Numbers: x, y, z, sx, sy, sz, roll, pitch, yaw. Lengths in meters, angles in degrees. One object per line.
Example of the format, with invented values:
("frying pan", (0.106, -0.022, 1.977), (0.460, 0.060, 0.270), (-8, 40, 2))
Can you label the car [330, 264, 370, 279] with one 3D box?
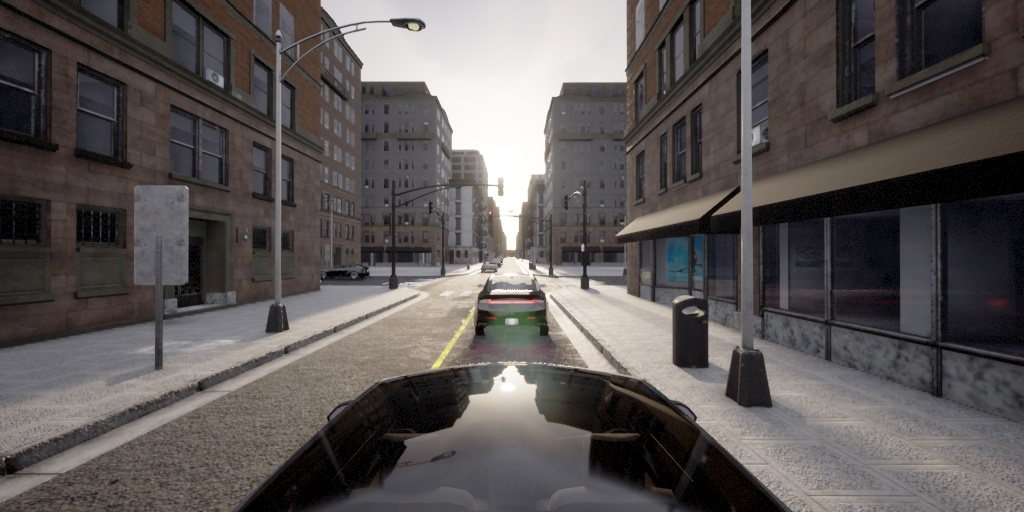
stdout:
("car", (-14.768, 1.328, 31.558), (4.313, 1.339, 1.948), (0, 0, 0))

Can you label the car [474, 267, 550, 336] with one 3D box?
("car", (-0.001, 1.241, 10.388), (2.128, 1.511, 4.902), (0, 0, 0))

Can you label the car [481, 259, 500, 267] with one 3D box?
("car", (-2.855, 1.322, 44.811), (1.895, 1.301, 4.718), (0, 0, 0))

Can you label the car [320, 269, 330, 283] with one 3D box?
("car", (-14.773, 1.288, 23.532), (4.313, 1.339, 1.948), (0, 0, 0))

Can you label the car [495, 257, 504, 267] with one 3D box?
("car", (-2.834, 1.176, 60.768), (1.882, 1.535, 5.008), (0, 0, 0))
